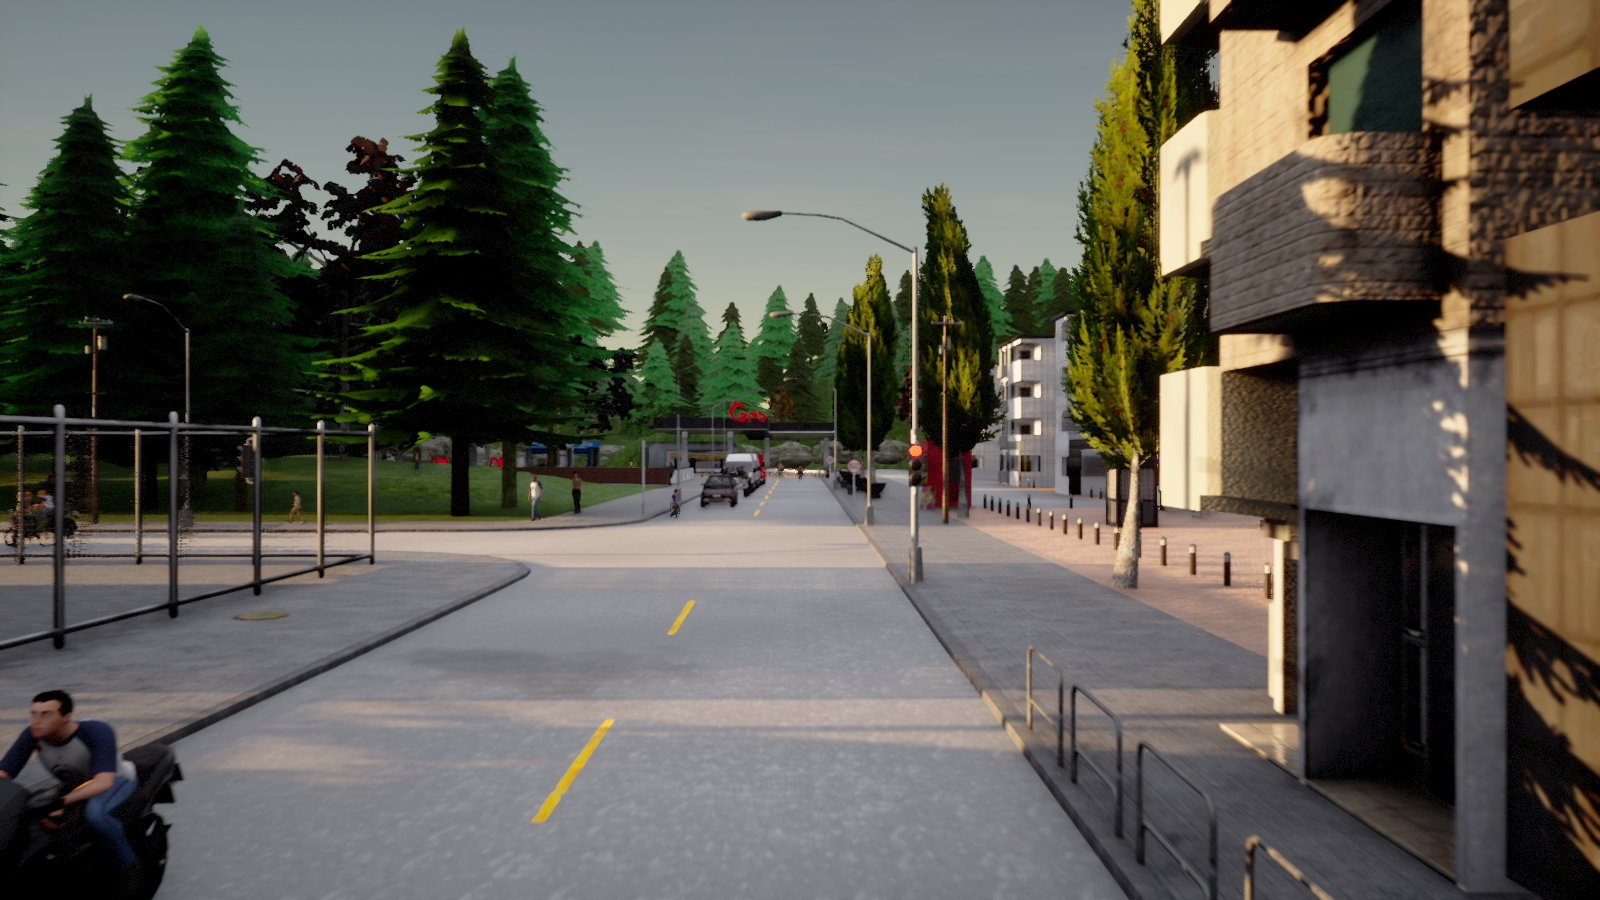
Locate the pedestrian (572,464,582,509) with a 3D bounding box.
[{"bbox_3d":[-9.300,1.526,47.655,0.375,1.860,0.375,0,0,1],"label":"pedestrian"}]

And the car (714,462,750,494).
[{"bbox_3d":[-4.057,1.644,68.816,1.932,1.855,4.605,0,0,0],"label":"car"}]

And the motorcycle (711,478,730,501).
[{"bbox_3d":[-4.027,1.993,57.991,0.803,1.145,2.033,0,0,0],"label":"motorcycle"}]

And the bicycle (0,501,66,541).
[{"bbox_3d":[-22.167,2.036,32.928,1.487,1.080,0.859,0,0,0],"label":"bicycle"}]

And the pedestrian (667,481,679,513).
[{"bbox_3d":[-5.175,1.909,46.592,0.375,1.300,0.375,0,0,12],"label":"pedestrian"}]

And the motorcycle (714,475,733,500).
[{"bbox_3d":[-3.998,1.962,59.983,0.856,1.236,1.805,0,0,0],"label":"motorcycle"}]

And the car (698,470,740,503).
[{"bbox_3d":[-4.009,1.806,57.029,1.789,1.549,3.705,0,0,0],"label":"car"}]

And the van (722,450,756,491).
[{"bbox_3d":[-4.003,1.315,75.883,1.988,2.561,5.915,0,0,0],"label":"van"}]

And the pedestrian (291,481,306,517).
[{"bbox_3d":[-18.427,1.805,41.982,0.375,1.300,0.375,0,0,-2],"label":"pedestrian"}]

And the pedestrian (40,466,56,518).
[{"bbox_3d":[-27.377,1.524,41.613,0.375,1.860,0.375,0,0,34],"label":"pedestrian"}]

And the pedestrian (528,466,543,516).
[{"bbox_3d":[-9.921,1.524,42.857,0.375,1.860,0.375,0,0,27],"label":"pedestrian"}]

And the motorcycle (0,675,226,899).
[{"bbox_3d":[-4.020,1.993,6.192,0.803,1.145,2.033,0,0,0],"label":"motorcycle"}]
